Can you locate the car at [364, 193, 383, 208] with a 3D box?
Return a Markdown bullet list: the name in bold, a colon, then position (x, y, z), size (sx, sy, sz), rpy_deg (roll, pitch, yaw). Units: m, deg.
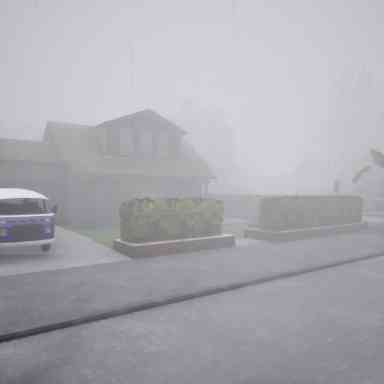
- **car**: position (23.118, 0.985, 40.284), size (3.866, 1.878, 1.905), rpy_deg (0, 0, 0)
